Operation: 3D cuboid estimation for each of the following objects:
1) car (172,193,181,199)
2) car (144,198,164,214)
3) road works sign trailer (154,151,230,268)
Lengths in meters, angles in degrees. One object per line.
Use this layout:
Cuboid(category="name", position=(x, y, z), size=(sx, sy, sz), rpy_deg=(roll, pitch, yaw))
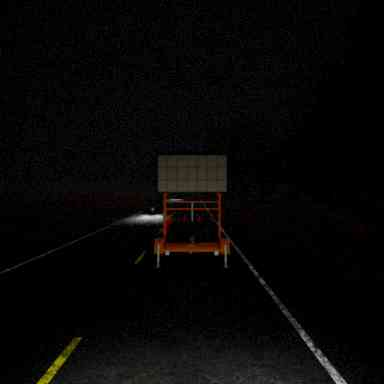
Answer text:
Cuboid(category="car", position=(-3.490, 0.772, 73.393), size=(2.128, 1.511, 4.902), rpy_deg=(0, 1, 0))
Cuboid(category="car", position=(-3.595, 1.326, 32.945), size=(2.128, 1.511, 4.902), rpy_deg=(0, 1, 0))
Cuboid(category="road works sign trailer", position=(0.013, 0.444, 11.212), size=(2.380, 3.560, 2.880), rpy_deg=(0, 0, 1))
